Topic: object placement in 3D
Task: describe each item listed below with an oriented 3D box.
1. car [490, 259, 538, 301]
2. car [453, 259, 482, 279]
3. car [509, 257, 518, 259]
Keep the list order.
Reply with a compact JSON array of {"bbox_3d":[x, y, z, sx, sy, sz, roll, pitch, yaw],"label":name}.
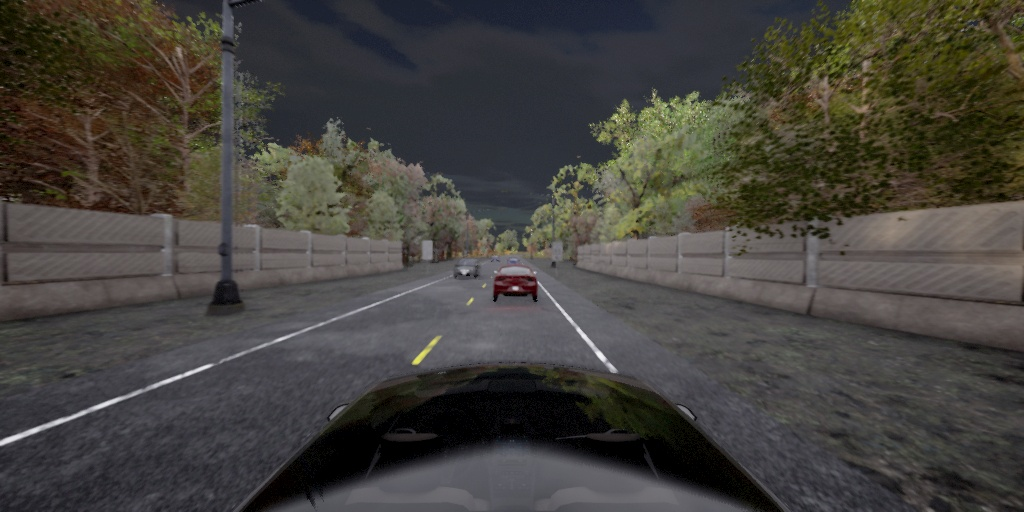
[{"bbox_3d":[0.145,1.106,16.675,1.882,1.535,5.008,1,0,0],"label":"car"},{"bbox_3d":[-3.500,0.969,28.859,2.128,1.511,4.902,1,1,0],"label":"car"},{"bbox_3d":[0.191,0.876,48.030,1.812,1.442,4.674,1,1,1],"label":"car"}]
